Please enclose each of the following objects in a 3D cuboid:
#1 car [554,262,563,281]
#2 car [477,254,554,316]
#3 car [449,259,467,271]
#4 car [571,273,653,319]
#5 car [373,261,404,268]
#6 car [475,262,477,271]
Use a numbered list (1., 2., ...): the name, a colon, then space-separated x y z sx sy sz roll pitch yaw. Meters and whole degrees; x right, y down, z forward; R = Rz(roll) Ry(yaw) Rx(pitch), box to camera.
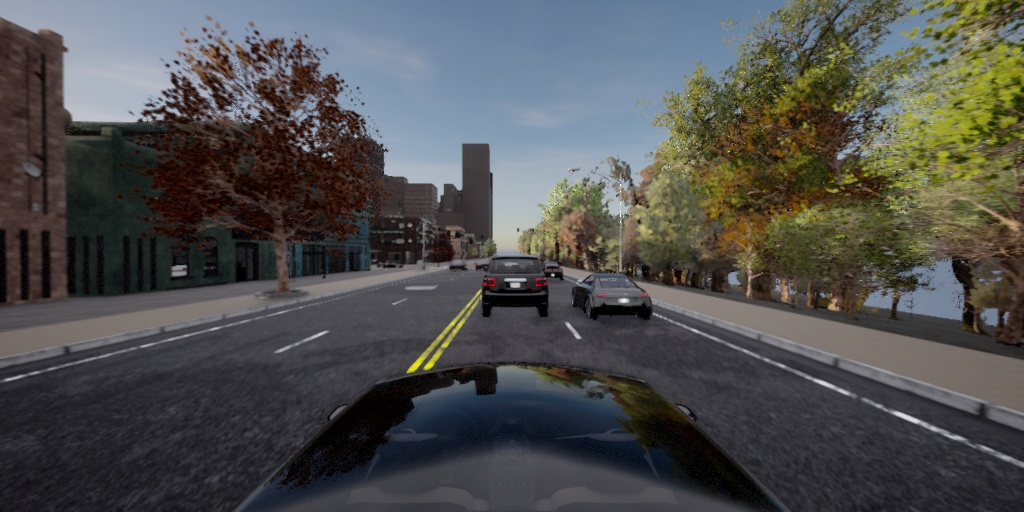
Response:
1. car: 3.130 1.227 30.231 1.837 1.490 4.892 0 0 -1
2. car: 0.092 0.960 13.384 2.150 2.045 5.566 0 0 0
3. car: -7.050 1.187 47.401 1.882 1.535 5.008 0 0 0
4. car: 3.340 1.303 12.723 1.994 1.385 4.181 0 0 0
5. car: -20.664 1.517 61.067 4.313 1.339 1.948 0 0 -1
6. car: -3.800 1.187 47.501 1.882 1.535 5.008 0 0 0
